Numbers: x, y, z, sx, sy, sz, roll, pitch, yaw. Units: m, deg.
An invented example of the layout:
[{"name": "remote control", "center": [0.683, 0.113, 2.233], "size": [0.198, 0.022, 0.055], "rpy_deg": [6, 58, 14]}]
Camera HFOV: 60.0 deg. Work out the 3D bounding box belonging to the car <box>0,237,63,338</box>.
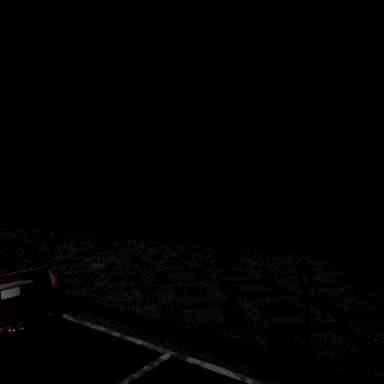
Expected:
[{"name": "car", "center": [-4.196, 1.512, 5.957], "size": [4.097, 1.590, 1.967], "rpy_deg": [-1, -1, 35]}]
